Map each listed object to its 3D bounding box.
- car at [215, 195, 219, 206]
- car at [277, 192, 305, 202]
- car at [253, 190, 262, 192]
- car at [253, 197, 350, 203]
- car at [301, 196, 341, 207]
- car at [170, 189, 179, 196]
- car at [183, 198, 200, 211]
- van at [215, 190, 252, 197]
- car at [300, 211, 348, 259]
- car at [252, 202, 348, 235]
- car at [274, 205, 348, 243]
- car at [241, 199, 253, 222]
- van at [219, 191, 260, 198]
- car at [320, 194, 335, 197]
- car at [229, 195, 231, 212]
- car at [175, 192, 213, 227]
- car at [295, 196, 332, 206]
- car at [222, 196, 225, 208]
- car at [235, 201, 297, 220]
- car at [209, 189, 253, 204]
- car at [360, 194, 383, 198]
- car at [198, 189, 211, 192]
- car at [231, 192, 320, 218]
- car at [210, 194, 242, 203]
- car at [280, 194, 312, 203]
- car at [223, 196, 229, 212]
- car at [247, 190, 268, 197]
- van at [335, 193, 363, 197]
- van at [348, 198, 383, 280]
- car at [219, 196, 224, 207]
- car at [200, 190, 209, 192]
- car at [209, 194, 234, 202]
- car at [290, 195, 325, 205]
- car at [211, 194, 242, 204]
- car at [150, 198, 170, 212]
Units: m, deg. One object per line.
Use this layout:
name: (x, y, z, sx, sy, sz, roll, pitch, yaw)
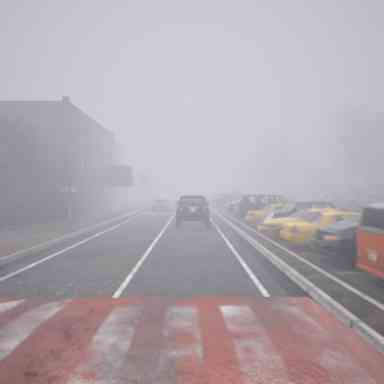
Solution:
car: (5.840, 1.429, 44.329, 4.674, 1.452, 2.002, 0, 1, 0)
car: (18.239, 0.975, 61.421, 4.553, 1.767, 2.185, 0, 1, 0)
car: (18.238, 0.641, 90.259, 4.553, 1.767, 2.185, 0, 1, -1)
car: (6.089, 1.320, 18.877, 4.553, 1.767, 2.185, 0, 0, 0)
car: (18.358, 1.366, 47.432, 4.792, 1.488, 2.163, 0, 1, 0)
car: (-3.934, 0.349, 78.780, 2.150, 2.045, 5.566, 0, 1, -1)
car: (-0.101, 1.489, 40.614, 1.994, 1.385, 4.181, 0, 1, 0)
van: (5.930, 1.116, 47.151, 4.442, 1.987, 1.878, 0, 1, 0)
car: (6.128, 1.479, 10.400, 4.674, 1.452, 2.002, 0, 0, 0)
car: (5.896, 1.441, 16.050, 5.366, 1.575, 1.946, 0, 0, 0)
car: (6.292, 1.438, 13.227, 5.366, 1.575, 1.946, 0, 0, 0)
car: (6.218, 1.445, 21.704, 5.366, 1.575, 1.946, 0, 0, 0)
van: (5.978, 1.205, 41.621, 4.442, 1.987, 1.878, 0, 1, 0)
car: (18.430, 1.429, 41.774, 5.008, 1.535, 2.097, 0, 1, 0)
car: (5.991, 1.329, 30.180, 4.553, 1.767, 2.185, 0, 0, 0)
car: (0.029, 1.207, 22.603, 2.150, 2.045, 5.566, 0, 0, 0)
car: (18.334, 1.319, 50.256, 4.792, 1.488, 2.163, 0, 1, 0)
car: (5.908, 1.499, 35.830, 4.674, 1.452, 2.002, 0, 0, 0)
car: (5.987, 1.492, 27.354, 4.674, 1.452, 2.002, 0, 0, 0)
car: (5.761, 1.042, 49.974, 5.566, 2.045, 2.435, 0, 1, 0)
car: (18.497, 1.327, 30.469, 4.553, 1.767, 2.185, 0, 0, 0)
car: (4.973, 0.713, 92.900, 5.366, 1.575, 1.946, 0, 1, -1)
car: (6.037, 1.199, 24.529, 5.566, 2.045, 2.435, 0, 0, 0)
car: (5.901, 1.148, 58.456, 5.366, 1.575, 1.946, 0, 1, 0)
car: (18.288, 1.146, 58.724, 5.008, 1.535, 2.097, 0, 1, 0)
car: (5.930, 1.457, 33.005, 5.008, 1.535, 2.097, 0, 0, 0)
car: (18.266, 0.463, 93.043, 5.566, 2.045, 2.435, 0, 1, -1)
van: (18.364, 1.231, 35.993, 4.442, 1.987, 1.878, 0, 0, 0)
van: (6.272, 1.211, 7.576, 4.442, 1.987, 1.878, 0, 0, 0)
car: (5.889, 1.496, 38.665, 4.674, 1.452, 2.002, 0, 0, 0)
car: (5.204, 0.806, 90.262, 4.674, 1.452, 2.002, 1, 1, 0)
car: (5.669, 1.096, 64.105, 4.674, 1.452, 2.002, 0, 1, 0)
car: (18.348, 1.245, 52.954, 4.892, 1.521, 2.231, 0, 1, 0)
car: (5.735, 1.198, 55.628, 5.008, 1.535, 2.097, 0, 1, 0)
car: (-3.516, 1.452, 37.309, 1.837, 1.490, 4.892, 0, 0, 0)
